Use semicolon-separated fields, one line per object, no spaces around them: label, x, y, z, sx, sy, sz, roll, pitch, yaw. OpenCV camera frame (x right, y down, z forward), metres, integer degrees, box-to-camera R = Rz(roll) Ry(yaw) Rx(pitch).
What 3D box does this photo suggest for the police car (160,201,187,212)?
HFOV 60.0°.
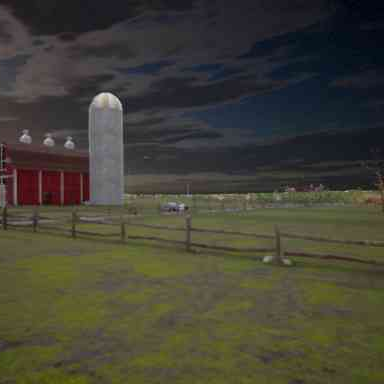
police car;-2.814;2.207;49.623;2.038;1.542;4.974;-1;-1;35
